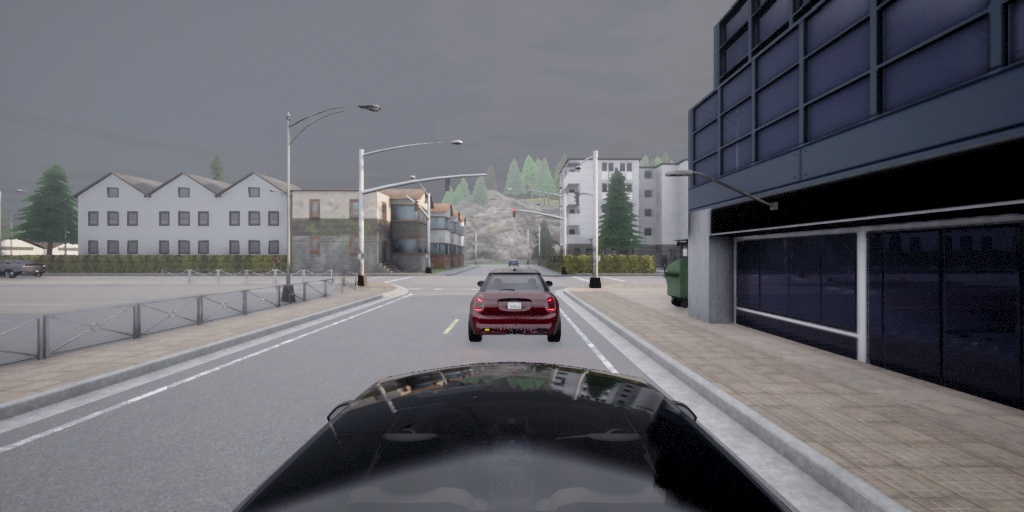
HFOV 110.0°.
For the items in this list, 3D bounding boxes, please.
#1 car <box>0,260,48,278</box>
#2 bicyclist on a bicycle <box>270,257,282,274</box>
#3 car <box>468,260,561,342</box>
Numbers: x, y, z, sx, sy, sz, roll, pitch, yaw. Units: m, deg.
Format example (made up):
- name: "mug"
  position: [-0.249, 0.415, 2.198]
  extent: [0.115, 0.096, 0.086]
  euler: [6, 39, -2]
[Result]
- name: "car"
  position: [-42.115, 1.065, 30.001]
  extent: [4.902, 1.511, 2.128]
  euler: [0, 0, 0]
- name: "bicyclist on a bicycle"
  position: [-22.226, 0.874, 33.761]
  extent: [0.582, 1.620, 1.656]
  euler: [0, 0, 0]
- name: "car"
  position: [0.081, 1.102, 9.928]
  extent: [2.097, 1.767, 4.553]
  euler: [0, 0, 1]
